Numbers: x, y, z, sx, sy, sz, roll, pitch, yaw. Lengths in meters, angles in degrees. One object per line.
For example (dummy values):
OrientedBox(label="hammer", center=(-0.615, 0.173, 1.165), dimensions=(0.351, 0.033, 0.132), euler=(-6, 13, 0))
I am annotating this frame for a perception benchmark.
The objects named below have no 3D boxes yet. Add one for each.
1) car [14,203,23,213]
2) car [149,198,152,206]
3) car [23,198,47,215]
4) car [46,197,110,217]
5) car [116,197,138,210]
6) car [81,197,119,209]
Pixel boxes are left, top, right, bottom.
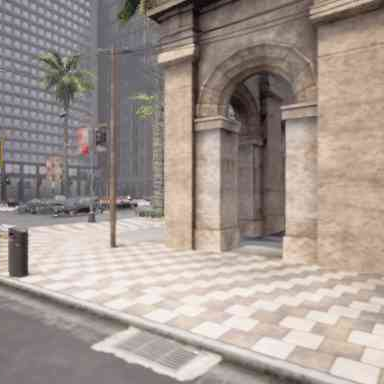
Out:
OrientedBox(label="car", center=(-16.337, 1.448, 35.569), dimensions=(2.128, 1.511, 4.902), euler=(0, 0, 36))
OrientedBox(label="car", center=(-4.314, 1.177, 52.293), dimensions=(2.150, 2.045, 5.566), euler=(0, 0, 36))
OrientedBox(label="car", center=(-13.911, 1.525, 32.946), dimensions=(1.994, 1.385, 4.181), euler=(0, 0, 36))
OrientedBox(label="car", center=(-10.566, 1.457, 31.261), dimensions=(2.128, 1.511, 4.902), euler=(0, 0, 36))
OrientedBox(label="car", center=(-8.769, 1.562, 40.115), dimensions=(1.895, 1.301, 4.718), euler=(0, 0, 35))
OrientedBox(label="car", center=(-12.669, 1.466, 45.982), dimensions=(2.161, 1.482, 4.786), euler=(0, 0, 35))
